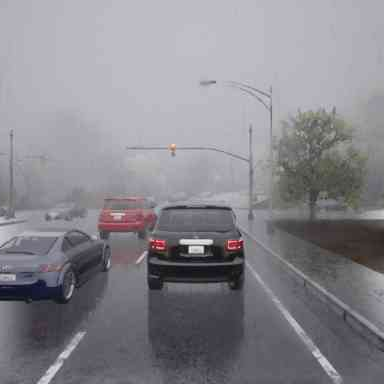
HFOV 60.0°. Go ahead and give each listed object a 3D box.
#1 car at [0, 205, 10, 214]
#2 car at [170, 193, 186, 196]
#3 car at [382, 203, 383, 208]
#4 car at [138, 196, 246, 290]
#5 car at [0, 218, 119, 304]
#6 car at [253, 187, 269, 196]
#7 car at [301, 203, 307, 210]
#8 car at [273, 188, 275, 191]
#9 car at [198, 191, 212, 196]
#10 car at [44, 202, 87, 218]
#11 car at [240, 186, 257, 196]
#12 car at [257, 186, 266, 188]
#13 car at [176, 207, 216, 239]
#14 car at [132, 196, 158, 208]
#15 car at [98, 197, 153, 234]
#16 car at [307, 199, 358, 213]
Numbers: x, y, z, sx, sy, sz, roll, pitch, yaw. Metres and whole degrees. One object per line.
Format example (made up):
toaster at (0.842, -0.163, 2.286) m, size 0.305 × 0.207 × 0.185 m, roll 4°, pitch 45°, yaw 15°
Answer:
car at (-22.427, 1.741, 36.059) m, size 4.902 × 1.511 × 2.128 m, roll -1°, pitch 0°, yaw 2°
car at (-2.877, 1.180, 65.014) m, size 2.150 × 2.045 × 5.566 m, roll 0°, pitch 2°, yaw 19°
car at (25.878, 1.350, 40.508) m, size 4.892 × 1.490 × 1.837 m, roll -2°, pitch 0°, yaw 3°
car at (0.103, 1.234, 9.233) m, size 2.150 × 2.045 × 5.566 m, roll 0°, pitch 0°, yaw 0°
car at (-3.405, 1.574, 8.230) m, size 1.994 × 1.385 × 4.181 m, roll 0°, pitch 0°, yaw 2°
car at (17.535, 0.264, 83.629) m, size 1.895 × 1.301 × 4.718 m, roll 0°, pitch 3°, yaw 33°
car at (16.084, 1.549, 41.070) m, size 4.902 × 1.511 × 2.128 m, roll -1°, pitch 0°, yaw 3°
car at (23.244, -0.477, 92.014) m, size 2.033 × 1.411 × 5.357 m, roll 0°, pitch 3°, yaw 38°
car at (3.086, 0.680, 79.212) m, size 2.097 × 1.767 × 4.553 m, roll 0°, pitch 3°, yaw 25°
car at (-10.074, 1.559, 26.872) m, size 2.128 × 1.511 × 4.902 m, roll 0°, pitch 0°, yaw 3°
car at (13.966, 0.093, 84.502) m, size 2.097 × 1.767 × 4.553 m, roll 0°, pitch 3°, yaw 33°
car at (19.646, -0.763, 93.035) m, size 2.150 × 2.045 × 5.566 m, roll 0°, pitch 3°, yaw 38°
car at (0.249, 1.605, 18.461) m, size 1.994 × 1.385 × 4.181 m, roll 0°, pitch 0°, yaw 2°
car at (-7.106, 1.494, 50.861) m, size 2.097 × 1.767 × 4.553 m, roll 0°, pitch 0°, yaw 17°
car at (-3.282, 1.260, 17.632) m, size 2.150 × 2.045 × 5.566 m, roll 0°, pitch 0°, yaw 1°
car at (15.977, 1.646, 37.570) m, size 4.718 × 1.301 × 1.895 m, roll -1°, pitch 0°, yaw 3°
